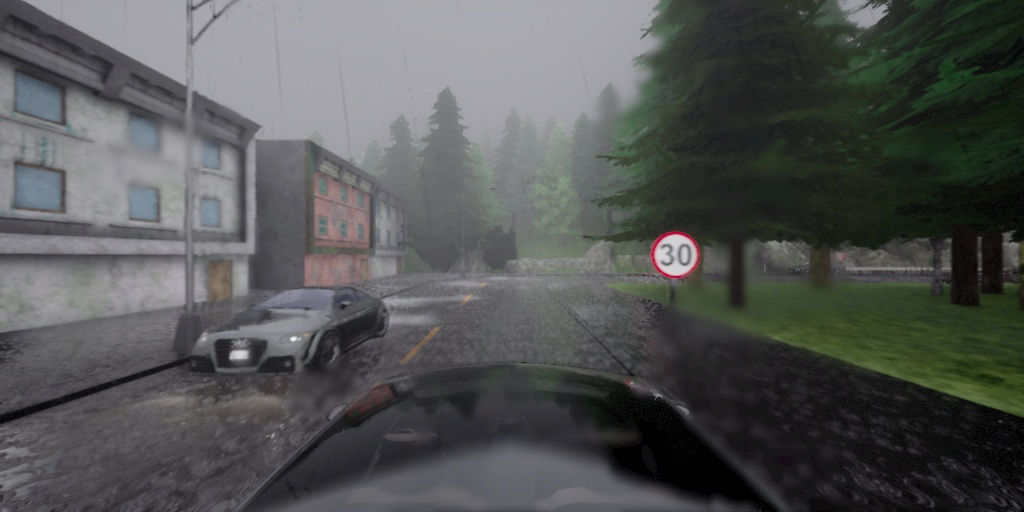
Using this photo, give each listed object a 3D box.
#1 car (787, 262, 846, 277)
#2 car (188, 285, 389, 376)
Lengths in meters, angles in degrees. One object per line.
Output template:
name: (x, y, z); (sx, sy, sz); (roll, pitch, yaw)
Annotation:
car: (29.852, 1.270, 35.195); (4.892, 1.490, 1.837); (1, 0, 0)
car: (-4.098, 1.316, 7.398); (1.994, 1.385, 4.181); (0, 0, 0)
